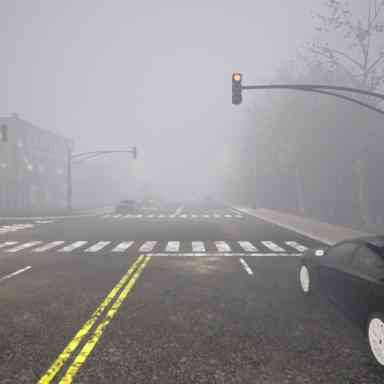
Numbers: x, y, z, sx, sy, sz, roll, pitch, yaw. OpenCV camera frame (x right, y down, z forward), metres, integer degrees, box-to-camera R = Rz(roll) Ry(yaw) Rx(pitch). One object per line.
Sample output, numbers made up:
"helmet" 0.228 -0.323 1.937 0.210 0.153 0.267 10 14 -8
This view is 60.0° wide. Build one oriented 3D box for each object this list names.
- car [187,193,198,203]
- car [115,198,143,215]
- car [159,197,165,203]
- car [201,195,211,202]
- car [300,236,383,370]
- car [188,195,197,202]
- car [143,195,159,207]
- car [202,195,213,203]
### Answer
"car" 0.128 1.197 68.627 2.150 2.045 5.566 0 0 0
"car" -6.588 1.468 34.224 1.882 1.535 5.008 0 0 0
"car" -6.493 1.577 67.382 1.895 1.301 4.718 0 0 0
"car" 3.284 1.494 79.149 2.128 1.511 4.902 0 0 0
"car" 3.345 1.477 5.634 1.882 1.535 5.008 0 0 1
"car" 0.034 1.509 79.270 2.033 1.411 5.357 0 0 0
"car" -6.570 1.335 49.901 2.097 1.767 4.553 0 0 0
"car" 3.382 1.480 68.959 1.837 1.490 4.892 0 0 0
